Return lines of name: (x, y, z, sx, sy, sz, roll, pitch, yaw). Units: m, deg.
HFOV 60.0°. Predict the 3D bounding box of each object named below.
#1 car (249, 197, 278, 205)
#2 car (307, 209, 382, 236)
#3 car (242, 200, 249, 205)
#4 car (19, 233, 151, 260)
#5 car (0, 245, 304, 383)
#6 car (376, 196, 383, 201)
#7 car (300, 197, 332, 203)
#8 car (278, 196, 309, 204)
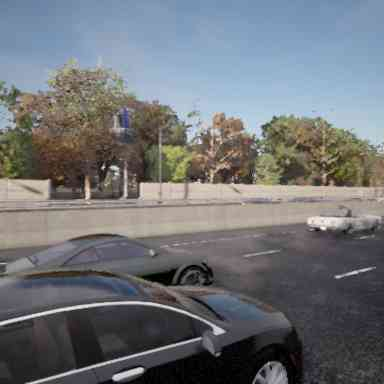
car: (9.663, 1.595, 40.959, 4.718, 1.301, 1.895, 0, 0, -35)
car: (8.596, 1.591, 18.471, 4.718, 1.301, 1.895, 0, 0, -36)
car: (8.791, 1.488, 44.625, 4.902, 1.511, 2.128, 0, 0, -35)
car: (-1.568, 1.562, 6.924, 4.181, 1.385, 1.994, 0, 0, -36)
car: (-0.987, 1.504, 3.046, 4.892, 1.490, 1.837, 0, 0, -35)
car: (38.050, 1.499, 65.393, 4.674, 1.442, 1.812, 0, 0, -35)
car: (13.883, 1.558, 35.370, 4.181, 1.385, 1.994, 0, 0, -35)
car: (12.734, 1.346, 38.843, 4.553, 1.767, 2.097, 0, 0, -35)
